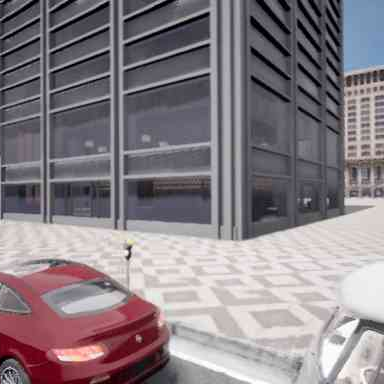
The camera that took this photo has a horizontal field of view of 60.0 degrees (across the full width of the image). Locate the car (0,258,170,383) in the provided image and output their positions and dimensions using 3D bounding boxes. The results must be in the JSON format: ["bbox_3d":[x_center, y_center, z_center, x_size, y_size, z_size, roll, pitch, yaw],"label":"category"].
[{"bbox_3d":[-2.200,1.595,4.535,4.206,1.307,1.802,0,0,35],"label":"car"}]

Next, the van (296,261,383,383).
[{"bbox_3d":[2.389,1.337,1.265,3.998,1.788,1.690,0,0,35],"label":"van"}]
